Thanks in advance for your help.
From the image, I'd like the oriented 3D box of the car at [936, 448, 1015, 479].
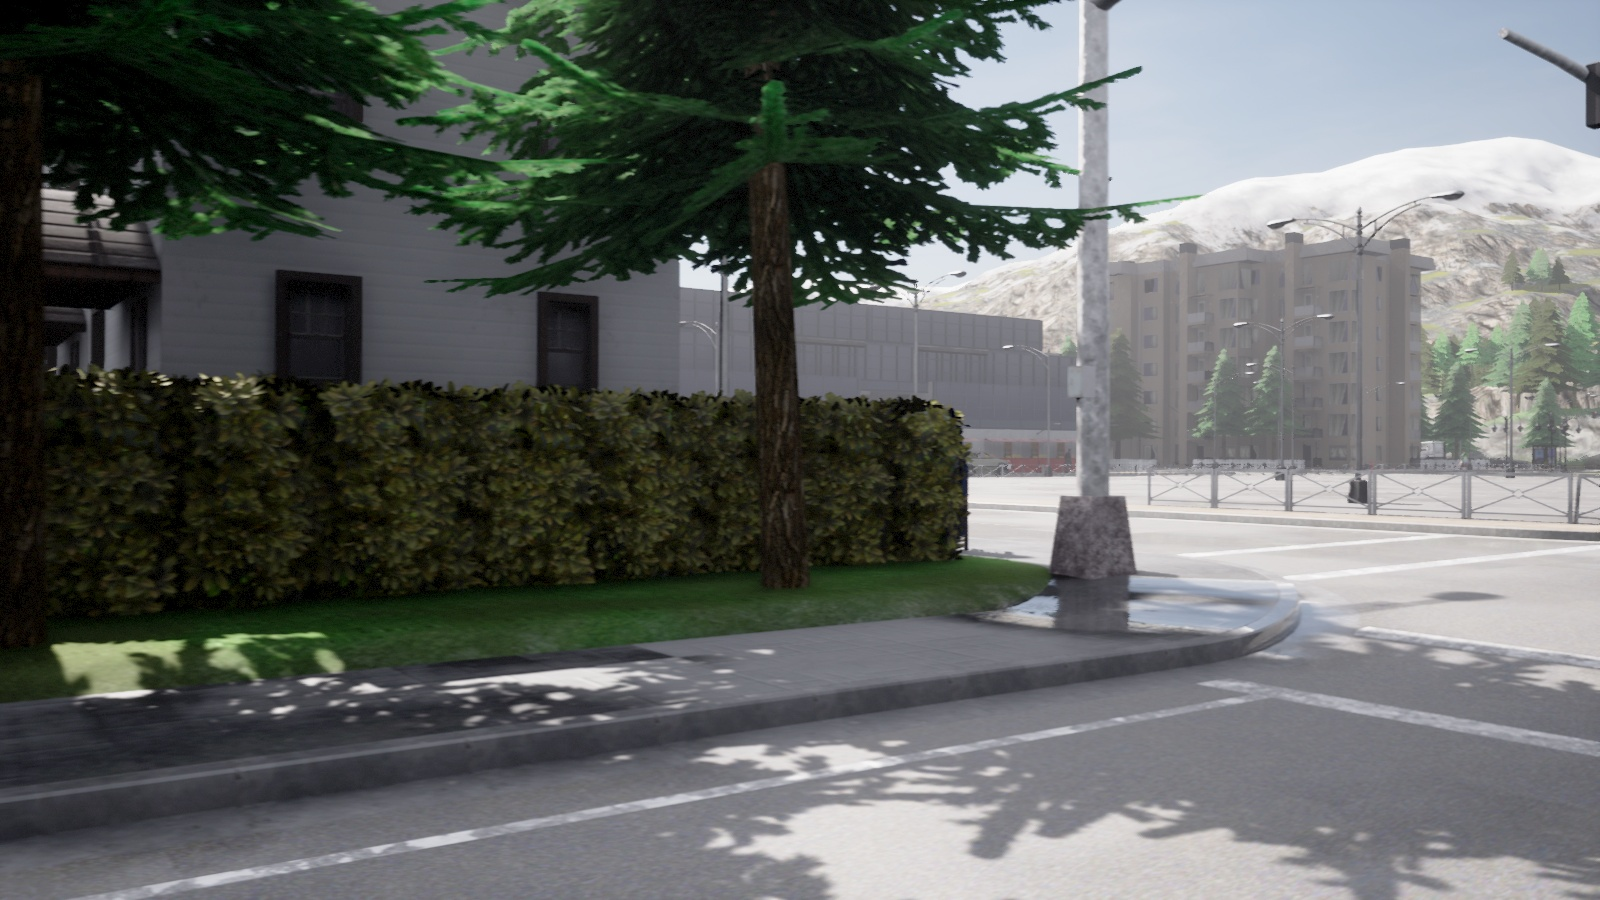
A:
[{"bbox_3d":[10.536,0.788,75.281,4.605,1.855,1.932,0,0,-35],"label":"car"}]
